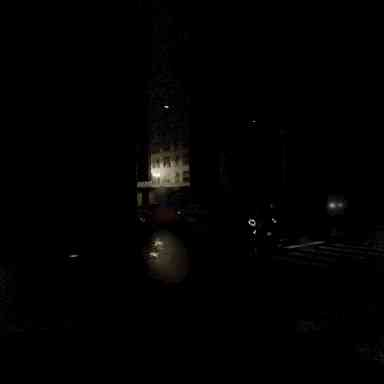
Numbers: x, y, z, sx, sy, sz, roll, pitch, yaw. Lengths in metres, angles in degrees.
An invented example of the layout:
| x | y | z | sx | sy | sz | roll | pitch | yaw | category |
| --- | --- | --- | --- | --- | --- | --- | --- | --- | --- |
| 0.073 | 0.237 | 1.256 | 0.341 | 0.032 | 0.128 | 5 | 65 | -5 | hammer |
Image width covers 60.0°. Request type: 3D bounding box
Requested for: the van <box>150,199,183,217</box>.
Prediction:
| x | y | z | sx | sy | sz | roll | pitch | yaw | category |
| --- | --- | --- | --- | --- | --- | --- | --- | --- | --- |
| -2.841 | 1.690 | 36.003 | 1.690 | 1.788 | 3.998 | -1 | 0 | -35 | van |

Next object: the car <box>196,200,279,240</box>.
| x | y | z | sx | sy | sz | roll | pitch | yaw | category |
| --- | --- | --- | --- | --- | --- | --- | --- | --- | --- |
| 2.535 | 1.518 | 18.347 | 2.097 | 1.767 | 4.553 | 0 | 0 | -35 | car |

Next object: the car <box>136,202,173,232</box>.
| x | y | z | sx | sy | sz | roll | pitch | yaw | category |
| --- | --- | --- | --- | --- | --- | --- | --- | --- | --- |
| -3.393 | 1.706 | 22.090 | 1.967 | 1.590 | 4.097 | -1 | 0 | -35 | car |

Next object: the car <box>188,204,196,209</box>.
| x | y | z | sx | sy | sz | roll | pitch | yaw | category |
| --- | --- | --- | --- | --- | --- | --- | --- | --- | --- |
| 0.258 | 1.805 | 31.660 | 1.752 | 1.417 | 4.829 | -1 | 0 | -35 | car |

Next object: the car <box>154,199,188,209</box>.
| x | y | z | sx | sy | sz | roll | pitch | yaw | category |
| --- | --- | --- | --- | --- | --- | --- | --- | --- | --- |
| -2.630 | 1.631 | 25.626 | 2.097 | 1.767 | 4.553 | 0 | 0 | -35 | car |

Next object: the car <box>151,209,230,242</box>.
| x | y | z | sx | sy | sz | roll | pitch | yaw | category |
| --- | --- | --- | --- | --- | --- | --- | --- | --- | --- |
| -0.195 | 1.779 | 17.608 | 1.802 | 1.307 | 4.206 | -1 | 0 | -35 | car |
